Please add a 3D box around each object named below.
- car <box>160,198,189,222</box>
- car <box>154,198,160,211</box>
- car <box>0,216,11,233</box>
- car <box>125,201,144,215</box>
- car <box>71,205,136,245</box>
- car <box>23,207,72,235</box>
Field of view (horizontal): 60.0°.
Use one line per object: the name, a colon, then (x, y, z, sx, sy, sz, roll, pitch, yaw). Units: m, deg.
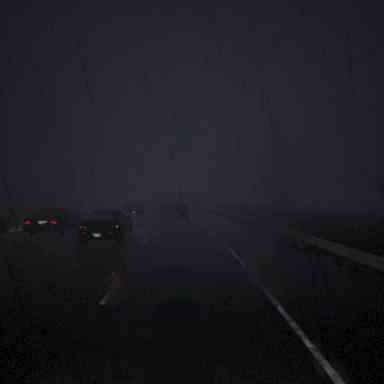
car: (-1.354, 1.477, 26.355, 1.882, 1.535, 5.008, 0, 0, -6)
car: (-3.588, 1.476, 41.350, 1.882, 1.535, 5.008, 0, 0, -10)
car: (-11.022, 1.563, 16.939, 1.994, 1.385, 4.181, 0, 0, -4)
car: (-5.791, 1.600, 33.453, 1.895, 1.301, 4.718, 0, 0, -8)
car: (-3.893, 1.525, 15.411, 1.812, 1.442, 4.674, 0, 0, -4)
car: (-7.613, 1.547, 18.750, 2.033, 1.411, 5.357, 0, 0, -5)
